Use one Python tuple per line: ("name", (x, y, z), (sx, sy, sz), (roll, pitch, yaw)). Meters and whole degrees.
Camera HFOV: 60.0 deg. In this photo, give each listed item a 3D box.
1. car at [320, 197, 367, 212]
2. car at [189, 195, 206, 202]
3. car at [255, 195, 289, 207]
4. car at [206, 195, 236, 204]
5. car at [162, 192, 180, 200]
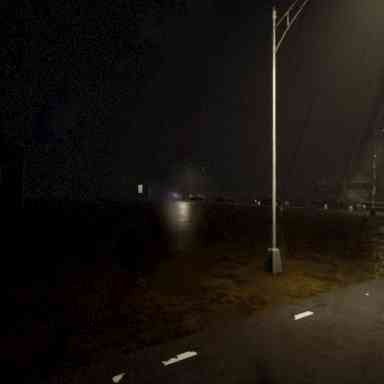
("car", (16.344, 1.292, 36.140), (1.837, 1.490, 4.892), (2, 0, -35))
("car", (1.304, 1.188, 63.733), (1.895, 1.301, 4.718), (2, -1, -35))
("car", (10.590, 1.176, 44.255), (1.837, 1.490, 4.892), (2, 0, -35))
("car", (4.822, 1.173, 52.400), (1.895, 1.301, 4.718), (2, -1, -35))
("car", (-4.619, 0.876, 71.927), (2.097, 1.767, 4.553), (2, -1, -35))
